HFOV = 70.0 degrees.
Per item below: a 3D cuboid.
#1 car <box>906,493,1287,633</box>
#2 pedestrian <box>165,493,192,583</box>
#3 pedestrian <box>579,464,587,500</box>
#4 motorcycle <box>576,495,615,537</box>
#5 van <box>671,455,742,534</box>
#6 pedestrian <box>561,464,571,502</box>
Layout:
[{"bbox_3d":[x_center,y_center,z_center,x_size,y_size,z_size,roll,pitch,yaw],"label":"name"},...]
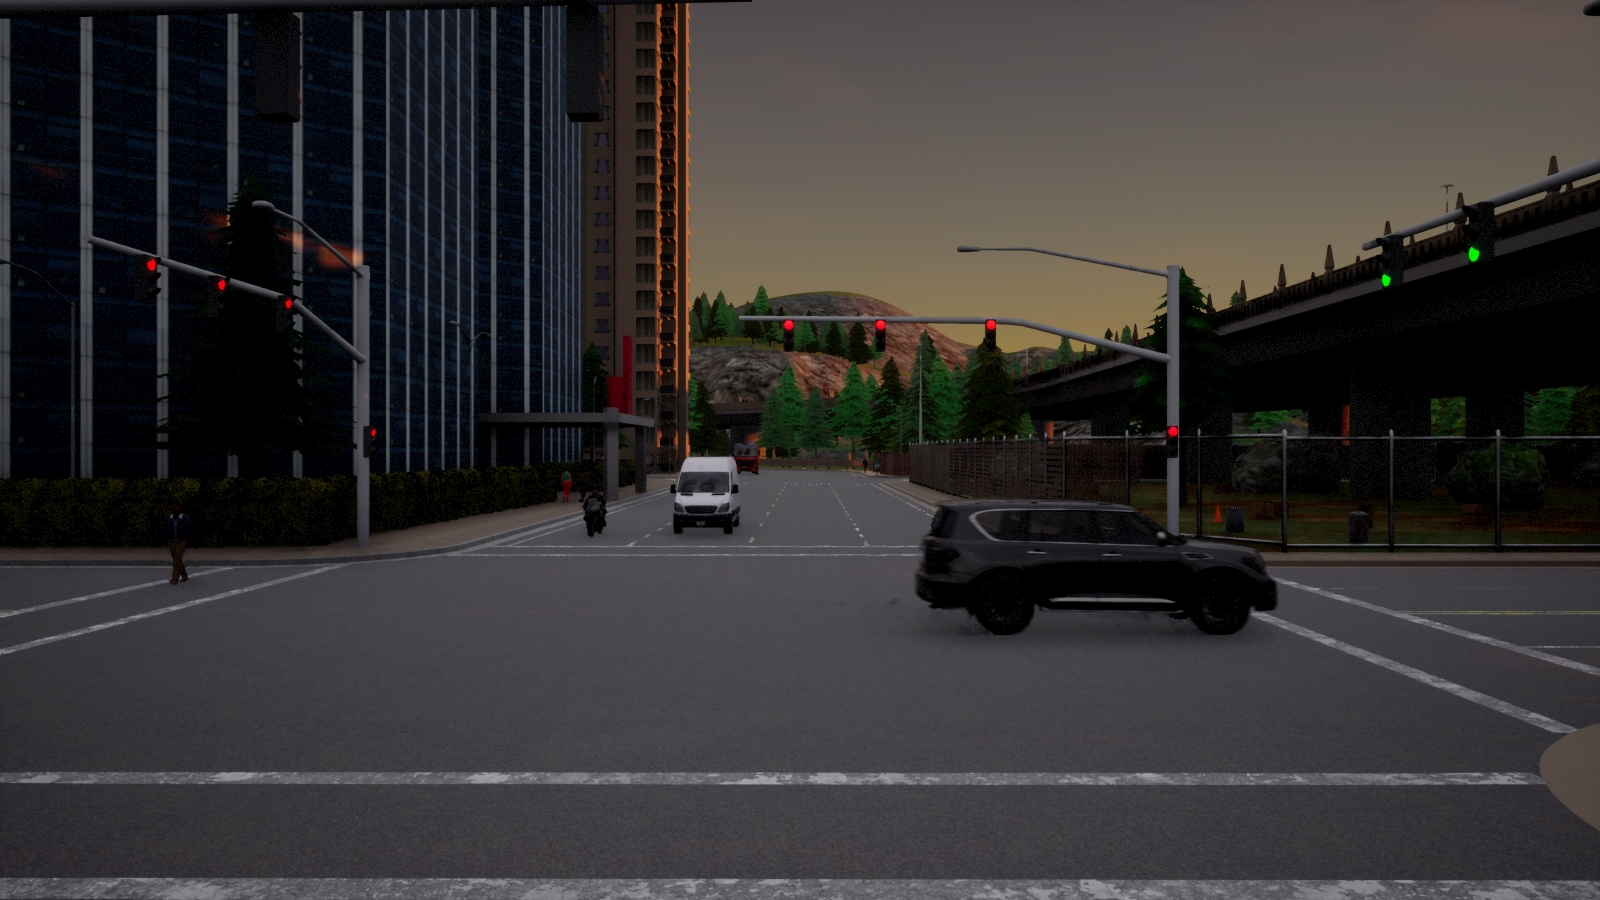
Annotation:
[{"bbox_3d":[4.578,1.746,18.351,5.566,2.045,2.150,0,0,0],"label":"car"},{"bbox_3d":[-13.099,1.848,24.083,0.375,1.860,0.375,0,0,-8],"label":"pedestrian"},{"bbox_3d":[-11.122,1.642,58.540,0.375,1.860,0.375,0,0,-12],"label":"pedestrian"},{"bbox_3d":[-6.735,2.150,37.693,0.867,1.251,2.209,0,0,0],"label":"motorcycle"},{"bbox_3d":[-3.226,1.479,40.346,1.988,2.561,5.915,0,0,0],"label":"van"},{"bbox_3d":[-11.694,1.641,57.133,0.375,1.860,0.375,0,0,3],"label":"pedestrian"}]
